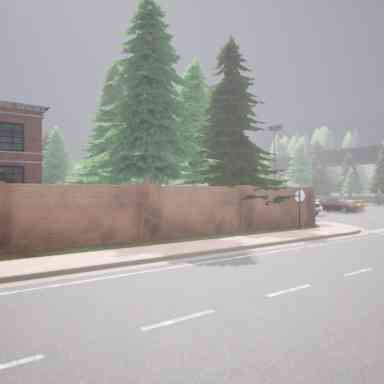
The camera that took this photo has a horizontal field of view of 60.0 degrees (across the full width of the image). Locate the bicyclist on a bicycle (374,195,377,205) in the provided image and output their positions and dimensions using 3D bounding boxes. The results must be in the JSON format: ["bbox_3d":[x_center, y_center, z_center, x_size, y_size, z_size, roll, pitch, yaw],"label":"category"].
[{"bbox_3d":[30.122,1.300,54.233,1.656,1.620,0.582,0,0,-35],"label":"bicyclist on a bicycle"}]

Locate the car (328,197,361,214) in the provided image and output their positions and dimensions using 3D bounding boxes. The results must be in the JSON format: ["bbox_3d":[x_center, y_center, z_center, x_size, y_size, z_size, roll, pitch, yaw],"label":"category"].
[{"bbox_3d":[15.876,1.352,36.288,2.097,1.767,4.553,0,0,-35],"label":"car"}]

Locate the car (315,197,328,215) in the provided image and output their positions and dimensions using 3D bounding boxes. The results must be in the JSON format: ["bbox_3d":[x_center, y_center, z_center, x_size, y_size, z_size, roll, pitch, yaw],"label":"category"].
[{"bbox_3d":[9.912,1.222,32.602,2.150,2.045,5.566,0,0,-35],"label":"car"}]
